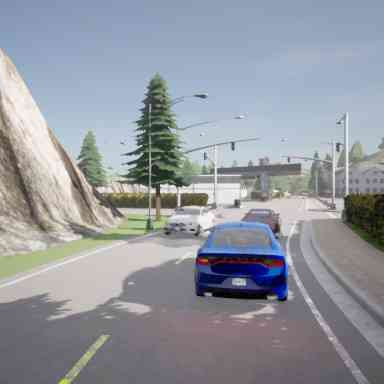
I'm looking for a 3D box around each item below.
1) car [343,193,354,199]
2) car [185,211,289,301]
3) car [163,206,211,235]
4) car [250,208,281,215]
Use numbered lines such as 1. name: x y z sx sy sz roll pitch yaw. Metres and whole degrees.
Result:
1. car: 40.162 1.077 82.998 3.866 1.878 1.905 0 0 19
2. car: 1.287 1.478 8.474 1.882 1.535 5.008 0 0 10
3. car: 0.004 1.525 18.478 1.812 1.442 4.674 0 0 18
4. car: 3.687 1.564 17.664 1.994 1.385 4.181 0 0 17
